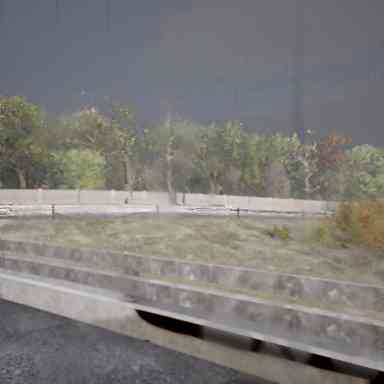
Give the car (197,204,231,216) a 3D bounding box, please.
[{"bbox_3d":[2.985,2.414,45.370,5.008,1.535,1.882,3,-2,-26],"label":"car"}]
